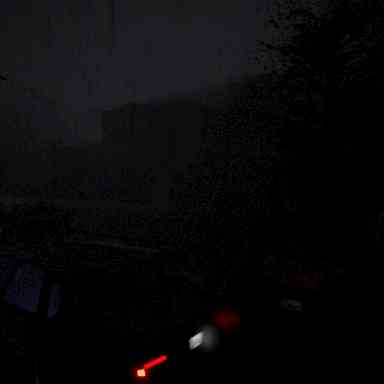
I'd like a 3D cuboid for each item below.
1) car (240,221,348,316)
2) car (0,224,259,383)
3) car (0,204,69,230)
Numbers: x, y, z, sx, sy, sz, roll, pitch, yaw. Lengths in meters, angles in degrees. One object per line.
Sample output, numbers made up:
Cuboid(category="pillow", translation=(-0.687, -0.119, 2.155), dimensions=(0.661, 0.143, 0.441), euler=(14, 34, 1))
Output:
Cuboid(category="car", translation=(2.283, 1.491, 7.824), dimensions=(2.163, 1.488, 4.792), euler=(1, 0, 15))
Cuboid(category="car", translation=(-1.988, 1.493, 4.795), dimensions=(5.357, 1.411, 2.033), euler=(1, 1, 36))
Cuboid(category="car", translation=(-7.489, 1.300, 14.796), dimensions=(2.163, 1.488, 4.792), euler=(1, 0, 15))
